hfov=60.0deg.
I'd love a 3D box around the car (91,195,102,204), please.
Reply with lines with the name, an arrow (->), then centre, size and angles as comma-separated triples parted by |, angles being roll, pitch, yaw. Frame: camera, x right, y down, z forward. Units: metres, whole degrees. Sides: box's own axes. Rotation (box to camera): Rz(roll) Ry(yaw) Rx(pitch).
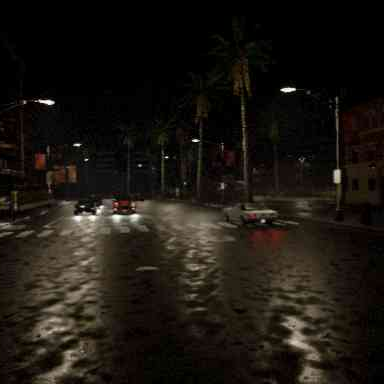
car -> -12.402, 1.311, 41.103 | 1.812, 1.442, 4.674 | -1, 1, -14

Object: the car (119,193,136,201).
car -> -13.372, 1.050, 68.657 | 2.128, 1.511, 4.902 | -1, 1, -26

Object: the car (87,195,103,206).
car -> -14.816, 1.218, 50.926 | 2.128, 1.511, 4.902 | -1, 1, -14

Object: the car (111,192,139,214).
car -> -6.671, 1.130, 32.427 | 2.097, 1.767, 4.553 | -1, 1, -14

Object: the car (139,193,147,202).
car -> -9.842, 1.123, 59.445 | 1.994, 1.385, 4.181 | -1, 1, -18

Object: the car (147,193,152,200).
car -> -9.823, 0.984, 69.279 | 1.812, 1.442, 4.674 | -1, 1, -26

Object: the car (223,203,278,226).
car -> 3.469, 1.326, 20.915 | 1.895, 1.301, 4.718 | -1, 1, -14

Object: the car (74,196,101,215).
car -> -10.137, 1.388, 31.882 | 2.033, 1.411, 5.357 | -1, 1, -14
